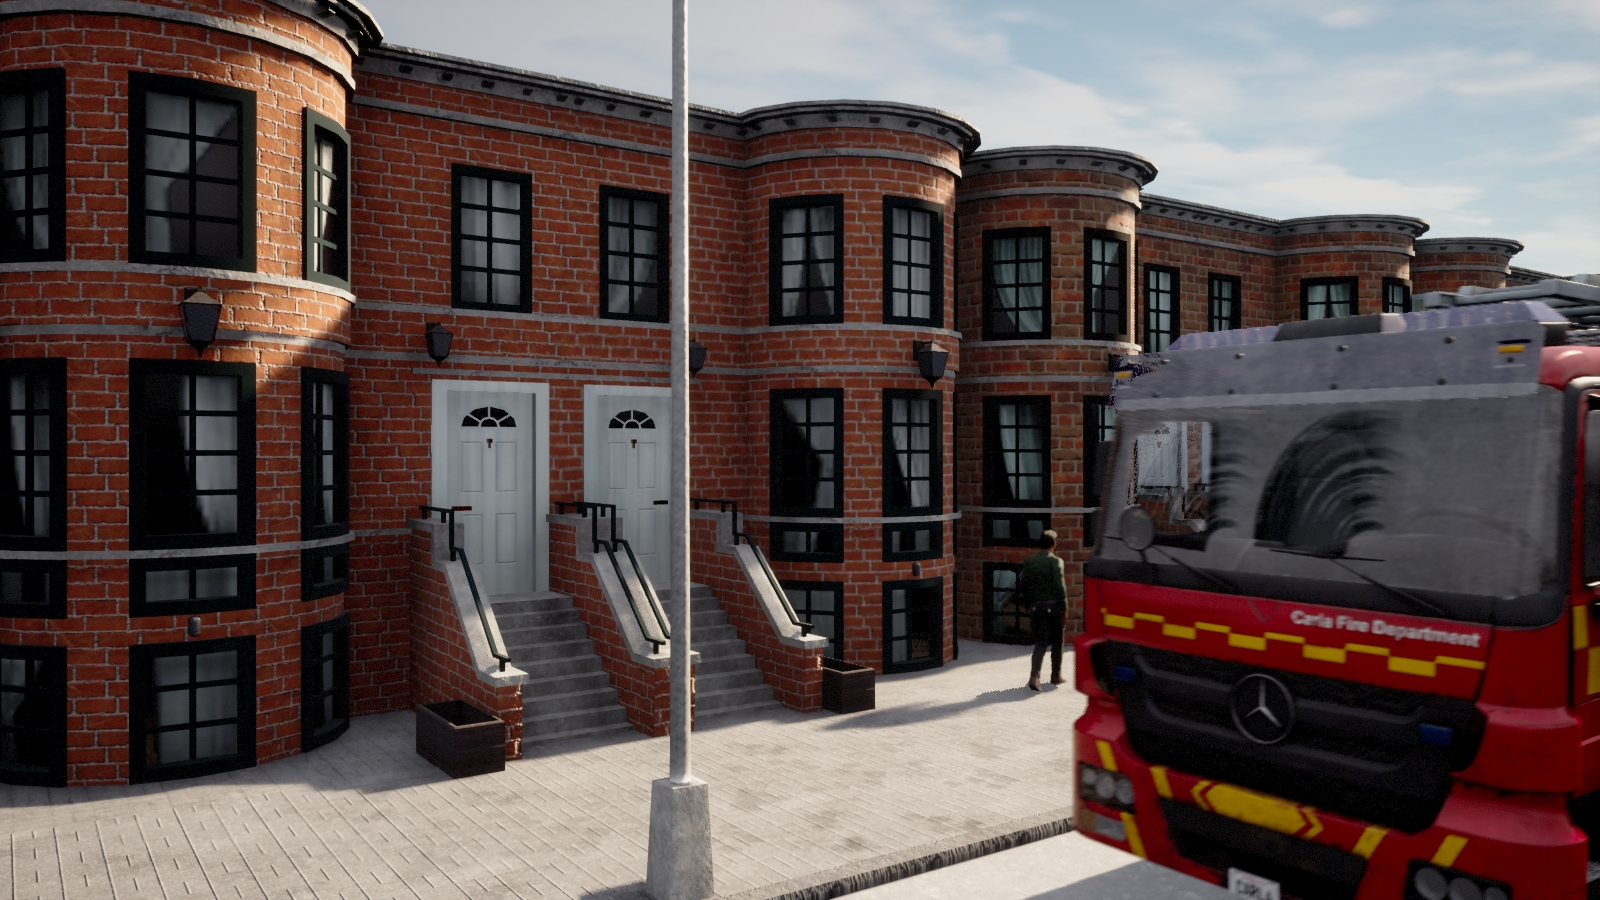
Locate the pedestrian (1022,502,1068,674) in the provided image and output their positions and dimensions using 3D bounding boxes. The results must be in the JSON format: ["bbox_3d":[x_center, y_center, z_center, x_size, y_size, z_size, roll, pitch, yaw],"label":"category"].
[{"bbox_3d":[2.736,1.520,12.751,0.375,1.860,0.375,0,0,38],"label":"pedestrian"}]

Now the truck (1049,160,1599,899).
[{"bbox_3d":[5.888,0.666,8.525,8.468,3.827,2.891,0,0,-35],"label":"truck"}]
